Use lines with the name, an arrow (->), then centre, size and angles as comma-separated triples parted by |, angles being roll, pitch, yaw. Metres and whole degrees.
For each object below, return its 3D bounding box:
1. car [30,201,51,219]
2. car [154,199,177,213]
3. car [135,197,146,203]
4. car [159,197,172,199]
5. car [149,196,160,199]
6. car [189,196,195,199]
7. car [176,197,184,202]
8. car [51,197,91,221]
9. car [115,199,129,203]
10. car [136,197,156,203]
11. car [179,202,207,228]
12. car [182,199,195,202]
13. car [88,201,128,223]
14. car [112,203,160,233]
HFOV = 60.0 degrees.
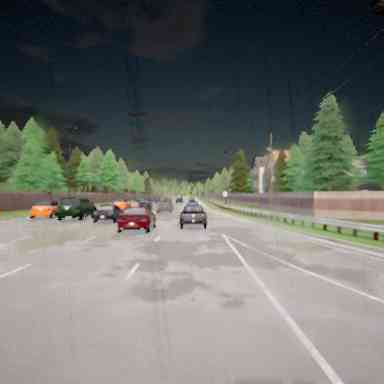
car -> -13.907, 1.652, 32.656 | 2.097, 1.767, 4.553 | 0, -1, 0
car -> -3.408, 1.950, 43.880 | 2.033, 1.411, 5.357 | 0, -1, 0
car -> -14.016, 2.178, 90.578 | 2.097, 1.767, 4.553 | 0, -1, 0
car -> -7.016, 2.319, 90.191 | 1.837, 1.490, 4.892 | 0, -1, 0
car -> -10.516, 2.044, 90.223 | 2.150, 2.045, 5.566 | 0, -1, 0
car -> -0.016, 2.419, 90.638 | 1.895, 1.301, 4.718 | 0, -1, 0
car -> -3.516, 2.319, 90.192 | 1.837, 1.490, 4.892 | 0, -1, 0
car -> -10.405, 1.500, 30.320 | 2.150, 2.045, 5.566 | 0, -1, 0
car -> -10.408, 1.804, 49.206 | 2.097, 1.767, 4.553 | 0, -1, 0
car -> -6.908, 1.959, 49.502 | 1.837, 1.490, 4.892 | 0, -1, 0
car -> 0.095, 1.712, 24.033 | 2.128, 1.511, 4.902 | 0, -1, 0
car -> 0.092, 1.951, 43.962 | 2.033, 1.411, 5.357 | 0, -1, 0
car -> -6.920, 1.783, 27.986 | 1.812, 1.442, 4.674 | 0, -1, 0
car -> -3.405, 1.673, 21.216 | 1.882, 1.535, 5.008 | 0, -1, 0
